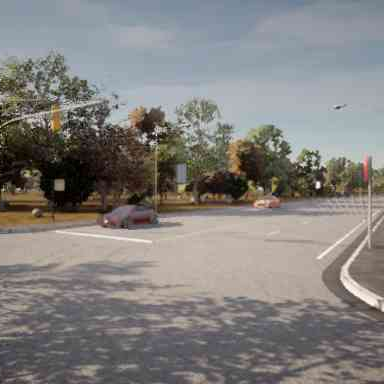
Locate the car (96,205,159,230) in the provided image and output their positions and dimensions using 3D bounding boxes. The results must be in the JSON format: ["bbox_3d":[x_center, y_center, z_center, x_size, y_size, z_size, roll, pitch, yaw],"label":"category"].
[{"bbox_3d":[-3.989,1.522,21.129,1.994,1.385,4.181,0,0,32],"label":"car"}]

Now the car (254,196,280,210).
[{"bbox_3d":[9.673,1.263,42.771,2.097,1.767,4.553,0,0,32],"label":"car"}]
